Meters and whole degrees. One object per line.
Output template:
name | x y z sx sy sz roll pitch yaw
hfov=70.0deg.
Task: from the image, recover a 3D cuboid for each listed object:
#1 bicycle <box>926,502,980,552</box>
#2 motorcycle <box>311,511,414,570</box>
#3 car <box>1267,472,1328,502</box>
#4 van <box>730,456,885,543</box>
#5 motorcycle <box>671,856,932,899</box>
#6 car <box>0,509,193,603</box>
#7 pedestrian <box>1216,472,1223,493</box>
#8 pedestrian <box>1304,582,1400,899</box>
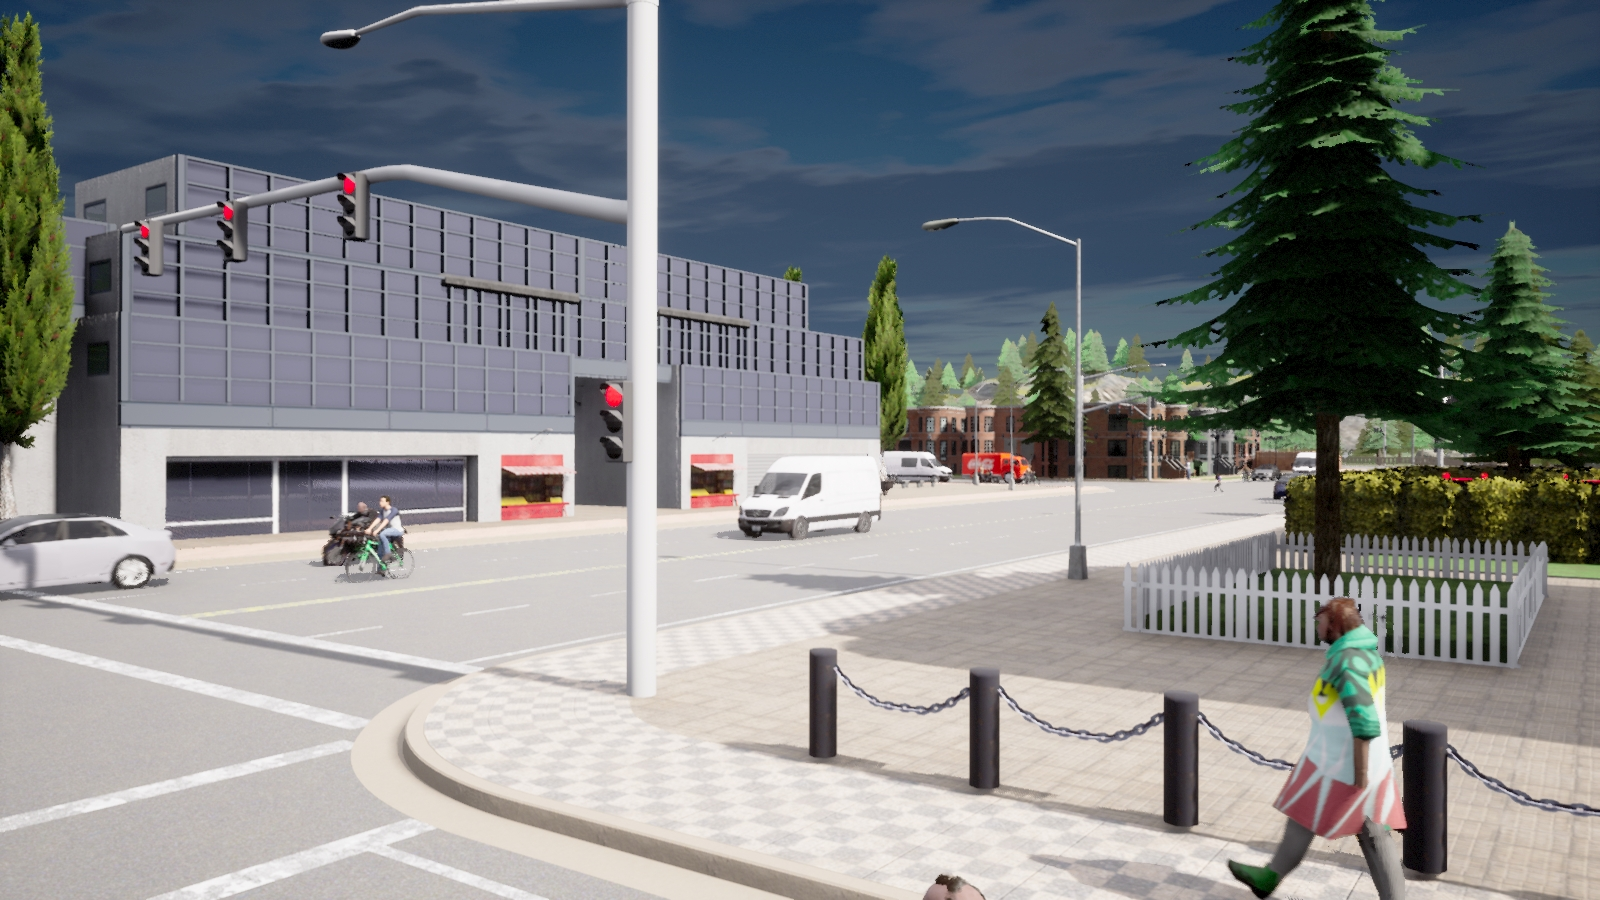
bicycle | 4.248 2.125 31.690 0.859 1.276 1.487 0 0 36
motorcycle | -10.497 2.152 27.519 0.867 1.251 2.209 0 0 35
car | 27.766 2.032 63.661 2.163 1.488 4.792 0 0 35
van | 0.366 1.489 36.857 1.988 2.561 5.915 0 0 35
motorcycle | 0.509 2.199 3.429 2.209 1.251 0.867 0 0 35
car | -14.666 2.009 21.879 2.231 1.480 4.892 0 0 38
pedestrian | 27.023 2.085 73.629 0.375 1.300 0.375 0 0 34
pedestrian | 3.063 1.692 6.339 0.375 1.860 0.375 0 0 44
